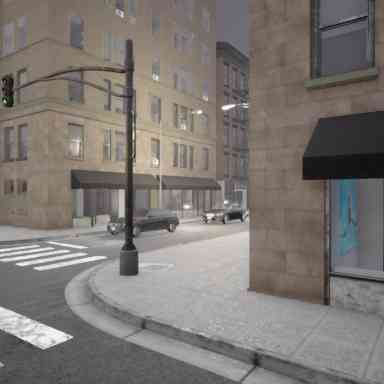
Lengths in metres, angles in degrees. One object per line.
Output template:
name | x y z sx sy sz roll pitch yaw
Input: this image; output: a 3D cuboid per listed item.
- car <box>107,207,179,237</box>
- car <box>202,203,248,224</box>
car | -2.604 1.620 18.810 1.812 1.442 4.674 0 0 37
car | 2.697 1.640 26.285 2.128 1.511 4.902 0 0 35
